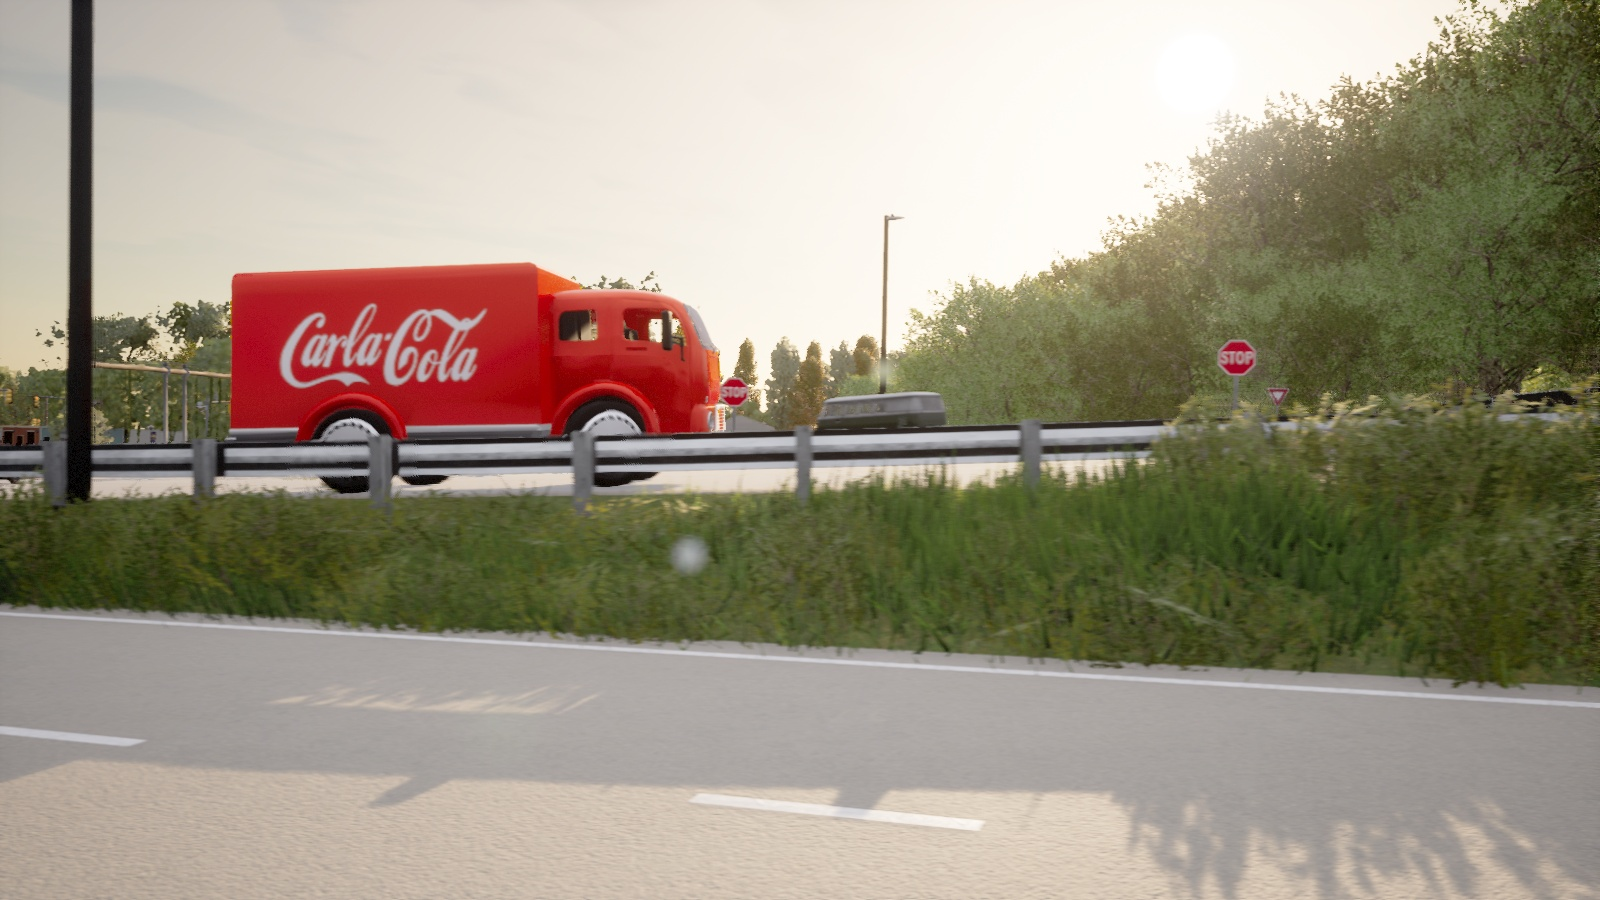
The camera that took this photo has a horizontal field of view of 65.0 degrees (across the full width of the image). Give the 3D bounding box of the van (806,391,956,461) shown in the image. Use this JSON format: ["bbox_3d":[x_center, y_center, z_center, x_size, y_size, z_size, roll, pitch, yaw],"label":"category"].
[{"bbox_3d":[2.521,-0.745,39.816,4.442,1.987,1.775,-2,0,39],"label":"van"}]

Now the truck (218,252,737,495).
[{"bbox_3d":[-3.452,-0.840,14.468,5.204,2.467,2.627,-1,2,2],"label":"truck"}]
